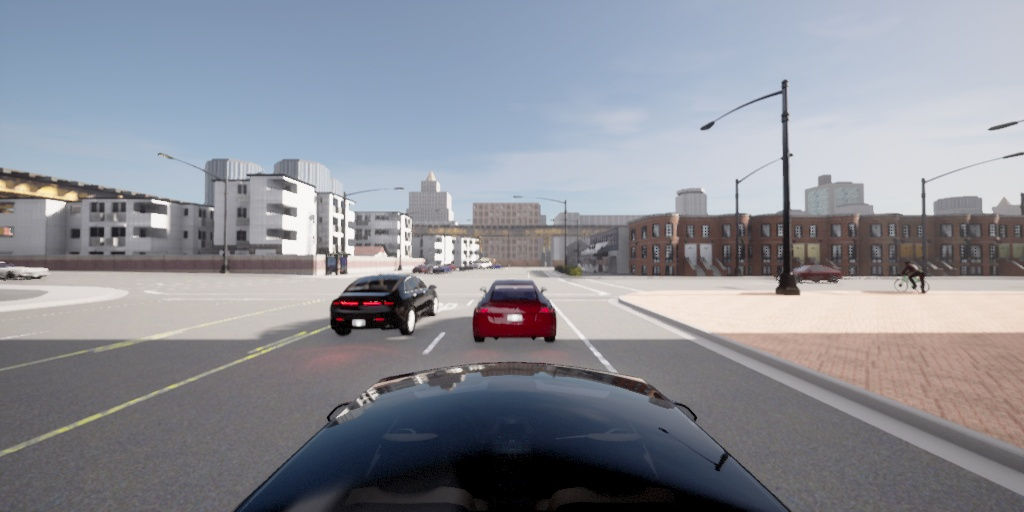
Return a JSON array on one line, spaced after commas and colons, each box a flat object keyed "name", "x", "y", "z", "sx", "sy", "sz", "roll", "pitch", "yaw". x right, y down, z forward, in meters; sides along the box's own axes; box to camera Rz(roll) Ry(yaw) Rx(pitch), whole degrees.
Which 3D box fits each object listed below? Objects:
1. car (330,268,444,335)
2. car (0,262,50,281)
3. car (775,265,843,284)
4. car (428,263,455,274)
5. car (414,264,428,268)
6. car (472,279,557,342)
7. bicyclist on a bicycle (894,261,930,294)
[{"name": "car", "x": -3.455, "y": 1.266, "z": 10.506, "sx": 1.837, "sy": 1.490, "sz": 4.892, "roll": 0, "pitch": 0, "yaw": 0}, {"name": "car", "x": -36.493, "y": 1.053, "z": 25.423, "sx": 4.718, "sy": 1.301, "sz": 1.895, "roll": 2, "pitch": -1, "yaw": -13}, {"name": "car", "x": 24.079, "y": 1.486, "z": 29.160, "sx": 4.674, "sy": 1.442, "sz": 1.812, "roll": 0, "pitch": -1, "yaw": 1}, {"name": "car", "x": -9.994, "y": 1.933, "z": 51.055, "sx": 1.895, "sy": 1.301, "sz": 4.718, "roll": 0, "pitch": -1, "yaw": 3}, {"name": "car", "x": -13.390, "y": 1.932, "z": 53.192, "sx": 1.994, "sy": 1.385, "sz": 4.181, "roll": 0, "pitch": -1, "yaw": 3}, {"name": "car", "x": 0.049, "y": 1.322, "z": 9.801, "sx": 1.994, "sy": 1.385, "sz": 4.181, "roll": 0, "pitch": 0, "yaw": 0}, {"name": "bicyclist on a bicycle", "x": 20.338, "y": 1.079, "z": 18.274, "sx": 0.582, "sy": 1.620, "sz": 1.656, "roll": 0, "pitch": -1, "yaw": 1}]
